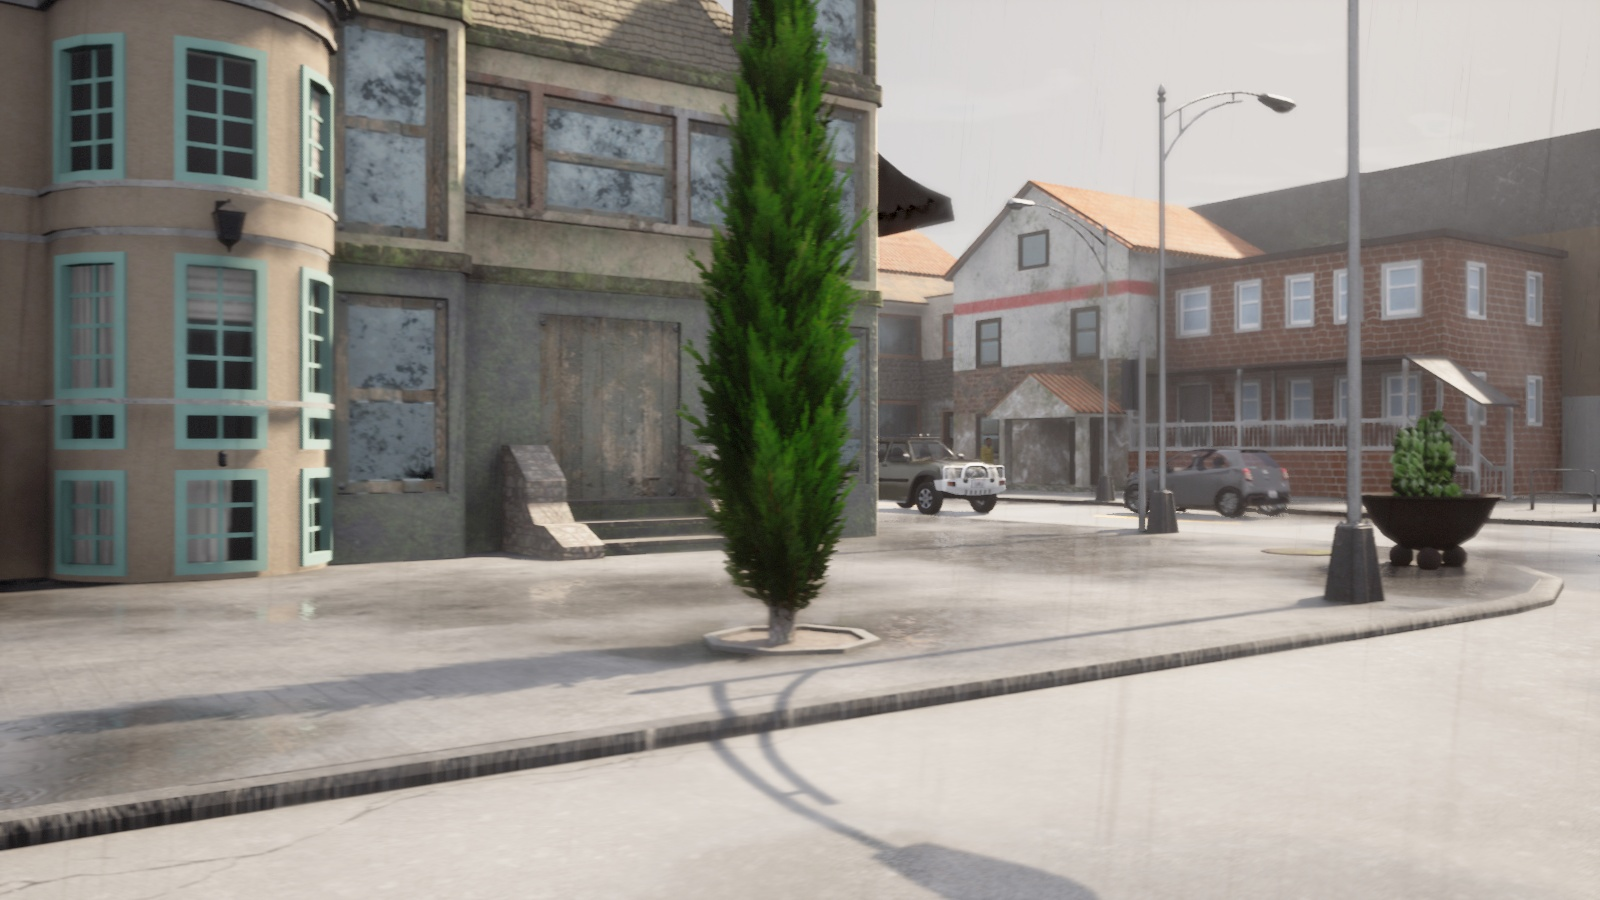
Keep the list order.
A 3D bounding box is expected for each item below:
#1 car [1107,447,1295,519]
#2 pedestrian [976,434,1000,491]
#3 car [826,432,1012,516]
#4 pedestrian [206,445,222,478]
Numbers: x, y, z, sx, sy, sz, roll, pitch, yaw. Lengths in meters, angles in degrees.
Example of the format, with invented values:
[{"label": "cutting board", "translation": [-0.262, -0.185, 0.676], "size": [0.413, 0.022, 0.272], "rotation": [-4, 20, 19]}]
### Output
[{"label": "car", "translation": [8.920, 0.697, 28.182], "size": [1.845, 1.501, 3.633], "rotation": [0, 0, -35]}, {"label": "pedestrian", "translation": [6.080, 0.407, 40.665], "size": [0.431, 1.840, 0.709], "rotation": [0, 0, -24]}, {"label": "car", "translation": [2.749, 0.537, 30.058], "size": [1.932, 1.855, 4.605], "rotation": [0, 0, -34]}, {"label": "pedestrian", "translation": [-33.446, 0.637, 71.662], "size": [0.634, 1.844, 0.899], "rotation": [0, 0, -37]}]
